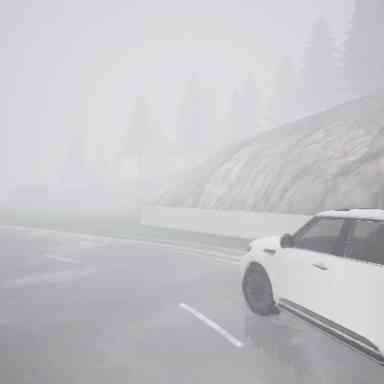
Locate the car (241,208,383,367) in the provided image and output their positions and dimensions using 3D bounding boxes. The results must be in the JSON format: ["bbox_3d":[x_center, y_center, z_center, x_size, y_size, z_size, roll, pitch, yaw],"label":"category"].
[{"bbox_3d":[2.742,1.218,4.692,2.150,2.045,5.566,1,0,-18],"label":"car"}]
